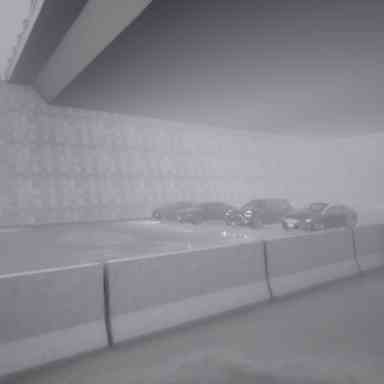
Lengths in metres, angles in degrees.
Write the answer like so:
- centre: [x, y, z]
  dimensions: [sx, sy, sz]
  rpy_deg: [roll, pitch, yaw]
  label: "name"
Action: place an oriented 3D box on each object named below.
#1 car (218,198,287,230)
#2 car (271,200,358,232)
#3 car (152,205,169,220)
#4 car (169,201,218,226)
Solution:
- centre: [4.129, 1.164, 19.830]
  dimensions: [4.553, 1.767, 2.097]
  rpy_deg: [-1, 1, -35]
  label: "car"
- centre: [6.723, 1.295, 17.382]
  dimensions: [4.902, 1.511, 2.128]
  rpy_deg: [-1, 1, -35]
  label: "car"
- centre: [-0.893, 1.390, 24.849]
  dimensions: [4.181, 1.385, 1.994]
  rpy_deg: [-1, 1, -35]
  label: "car"
- centre: [1.099, 1.353, 21.969]
  dimensions: [4.674, 1.442, 1.812]
  rpy_deg: [-1, 1, -35]
  label: "car"
